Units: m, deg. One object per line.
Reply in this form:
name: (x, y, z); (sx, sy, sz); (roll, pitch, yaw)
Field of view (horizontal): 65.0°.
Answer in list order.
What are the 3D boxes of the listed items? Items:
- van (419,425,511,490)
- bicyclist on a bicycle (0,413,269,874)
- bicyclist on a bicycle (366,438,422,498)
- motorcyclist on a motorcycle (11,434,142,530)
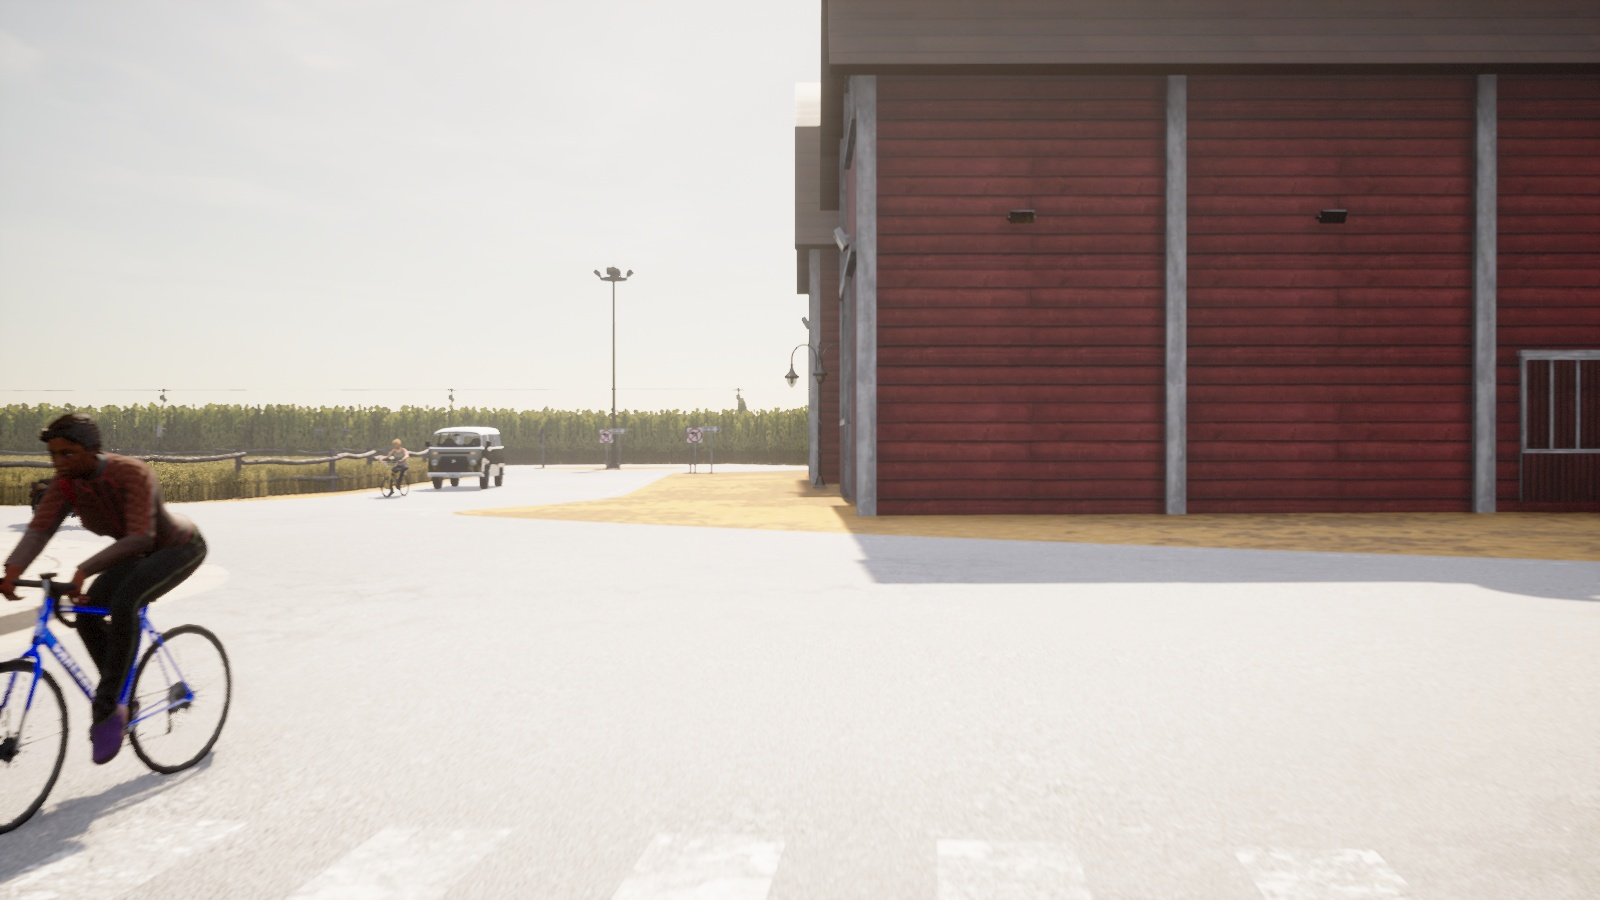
van: (-11.056, 0.225, 41.763); (2.069, 2.038, 4.480); (0, 0, -3)
bicyclist on a bicycle: (-2.943, 0.669, 5.085); (0.582, 1.620, 1.656); (1, 1, 13)
bicyclist on a bicycle: (-11.184, 0.478, 34.645); (0.866, 1.612, 1.509); (0, 0, 10)
motorcyclist on a motorcycle: (-12.853, 0.540, 22.284); (2.350, 1.649, 0.766); (0, 0, 24)
